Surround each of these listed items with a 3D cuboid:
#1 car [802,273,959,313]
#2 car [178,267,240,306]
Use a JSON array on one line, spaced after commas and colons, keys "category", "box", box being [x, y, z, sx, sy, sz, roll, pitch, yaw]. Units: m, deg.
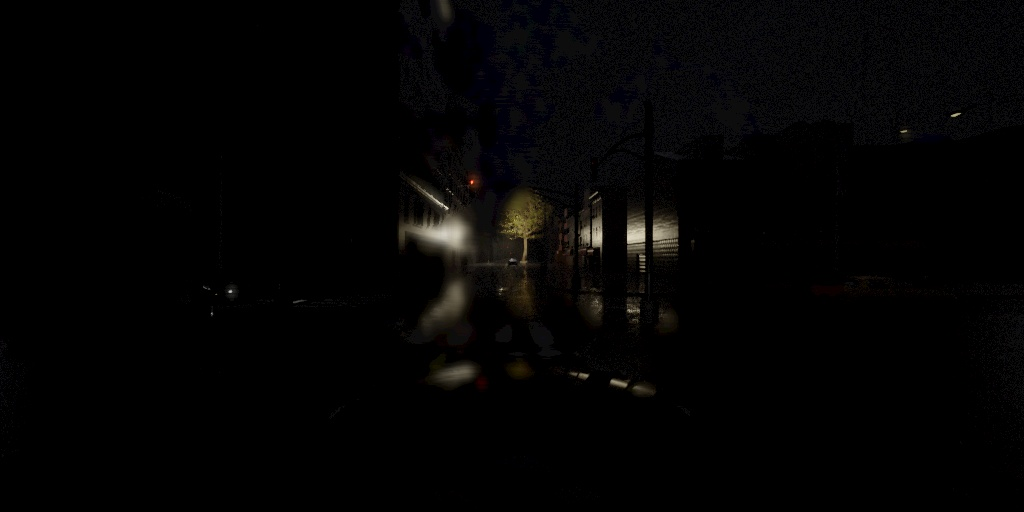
[{"category": "car", "box": [13.898, 1.346, 13.625, 4.829, 1.417, 1.751, 0, 0, 0]}, {"category": "car", "box": [-13.764, 1.177, 14.499, 4.892, 1.490, 1.837, 0, 0, 0]}]
